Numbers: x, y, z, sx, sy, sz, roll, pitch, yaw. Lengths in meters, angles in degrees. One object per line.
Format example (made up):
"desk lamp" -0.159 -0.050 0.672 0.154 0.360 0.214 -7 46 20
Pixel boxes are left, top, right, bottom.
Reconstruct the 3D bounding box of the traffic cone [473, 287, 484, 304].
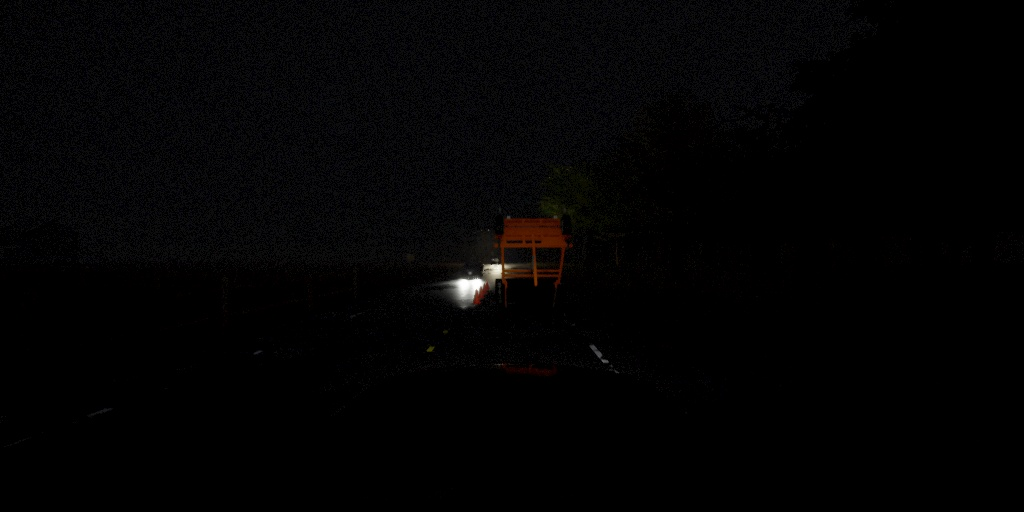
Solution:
"traffic cone" -1.462 1.690 14.909 0.340 0.580 0.340 0 0 0

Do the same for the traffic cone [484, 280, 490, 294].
"traffic cone" -1.456 1.685 18.909 0.340 0.580 0.340 0 0 0

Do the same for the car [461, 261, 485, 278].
"car" -3.543 1.200 32.930 2.128 1.511 4.902 0 0 0

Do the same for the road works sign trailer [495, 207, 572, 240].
"road works sign trailer" 0.629 -2.368 10.117 2.380 3.560 2.880 0 0 0

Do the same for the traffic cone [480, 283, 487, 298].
"traffic cone" -1.459 1.688 16.909 0.340 0.580 0.340 0 0 0

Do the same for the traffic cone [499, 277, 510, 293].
"traffic cone" -0.453 1.682 20.907 0.340 0.580 0.340 0 0 0

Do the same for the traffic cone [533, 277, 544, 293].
"traffic cone" 1.545 1.682 20.903 0.340 0.580 0.340 0 0 0

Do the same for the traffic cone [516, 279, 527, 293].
"traffic cone" 0.546 1.682 20.905 0.340 0.580 0.340 0 0 0

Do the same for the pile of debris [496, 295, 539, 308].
"pile of debris" 0.022 1.900 14.912 1.860 0.140 1.500 0 0 0
